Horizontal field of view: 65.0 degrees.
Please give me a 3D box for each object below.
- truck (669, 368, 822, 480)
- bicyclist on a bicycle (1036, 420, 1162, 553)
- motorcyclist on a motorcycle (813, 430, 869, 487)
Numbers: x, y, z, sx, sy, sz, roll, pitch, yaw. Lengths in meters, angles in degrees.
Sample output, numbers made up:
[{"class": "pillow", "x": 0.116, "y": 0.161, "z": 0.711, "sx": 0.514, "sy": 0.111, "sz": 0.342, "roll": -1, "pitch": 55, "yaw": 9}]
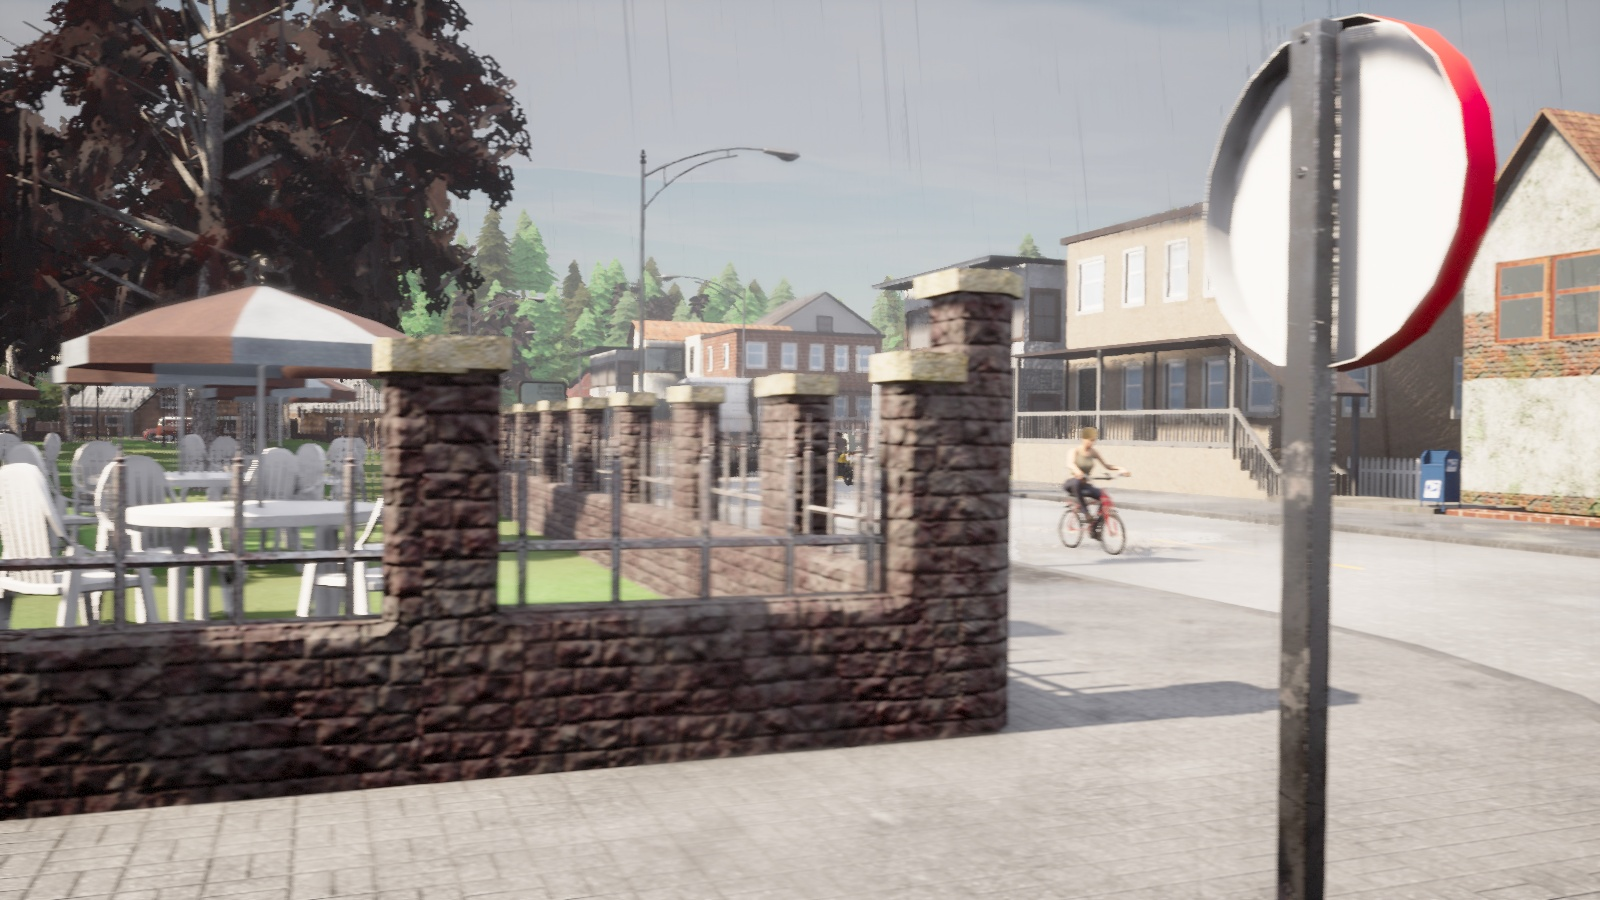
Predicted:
[{"class": "truck", "x": -2.056, "y": -0.860, "z": 42.940, "sx": 2.891, "sy": 3.462, "sz": 7.936, "roll": -1, "pitch": 1, "yaw": -20}, {"class": "bicyclist on a bicycle", "x": 3.827, "y": 0.430, "z": 16.173, "sx": 0.866, "sy": 1.612, "sz": 1.509, "roll": -1, "pitch": 1, "yaw": -21}, {"class": "motorcyclist on a motorcycle", "x": 1.108, "y": 0.205, "z": 34.636, "sx": 0.797, "sy": 1.523, "sz": 2.044, "roll": -1, "pitch": 1, "yaw": -21}]
